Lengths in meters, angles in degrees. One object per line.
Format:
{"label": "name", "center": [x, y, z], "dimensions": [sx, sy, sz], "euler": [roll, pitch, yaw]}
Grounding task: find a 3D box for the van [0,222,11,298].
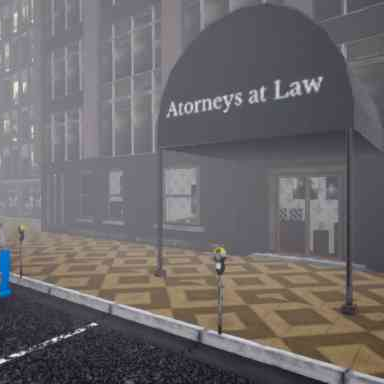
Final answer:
{"label": "van", "center": [-5.308, 1.341, 6.687], "dimensions": [3.998, 1.788, 1.690], "euler": [0, 0, 36]}
